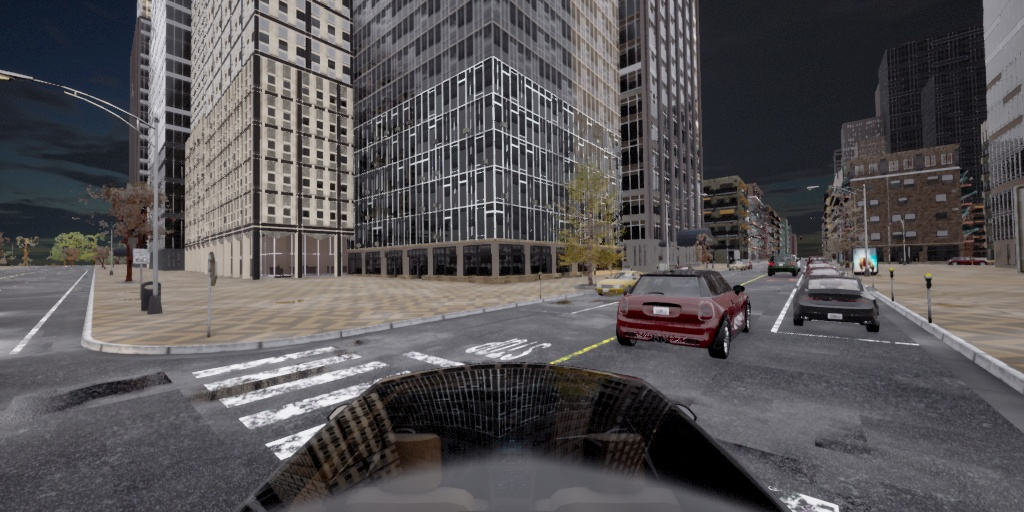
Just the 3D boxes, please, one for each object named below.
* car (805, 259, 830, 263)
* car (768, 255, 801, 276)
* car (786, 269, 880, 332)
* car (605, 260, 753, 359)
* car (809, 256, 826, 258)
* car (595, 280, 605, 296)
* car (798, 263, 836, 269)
[{"bbox_3d":[23.516,1.169,27.379,1.888,1.381,4.507,0,0,40],"label":"car"},{"bbox_3d":[26.386,0.899,34.912,2.150,2.045,5.566,-2,-1,40],"label":"car"},{"bbox_3d":[9.224,1.218,10.342,2.007,1.370,4.403,0,0,40],"label":"car"},{"bbox_3d":[4.313,1.098,8.709,2.097,1.767,4.553,-2,-1,40],"label":"car"},{"bbox_3d":[34.235,0.906,40.156,2.192,1.841,5.009,0,0,40],"label":"car"},{"bbox_3d":[6.269,1.397,19.855,1.751,1.417,4.829,0,0,40],"label":"car"},{"bbox_3d":[16.370,1.227,18.860,1.802,1.307,4.207,0,0,40],"label":"car"}]
